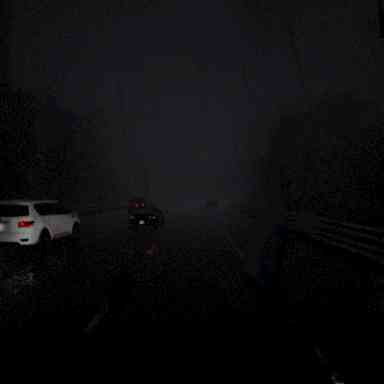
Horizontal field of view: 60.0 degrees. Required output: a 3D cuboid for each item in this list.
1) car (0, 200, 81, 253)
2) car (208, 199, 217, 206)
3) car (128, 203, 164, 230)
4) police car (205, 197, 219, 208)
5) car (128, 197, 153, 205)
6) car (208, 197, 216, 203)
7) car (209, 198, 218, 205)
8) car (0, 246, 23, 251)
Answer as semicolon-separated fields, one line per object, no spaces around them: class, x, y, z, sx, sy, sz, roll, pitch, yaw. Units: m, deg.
car;-6.738;1.339;14.506;2.150;2.045;5.566;0;0;1
car;4.285;2.166;69.988;1.812;1.442;4.674;0;-1;5
car;-3.027;1.717;22.763;1.812;1.442;4.674;0;-1;2
police car;3.456;1.968;60.260;1.930;1.638;5.238;0;-1;5
car;-5.884;1.555;38.817;2.150;2.045;5.566;0;-1;3
car;5.779;2.257;94.166;1.994;1.385;4.181;0;-1;7
car;4.848;2.206;75.886;1.837;1.490;4.892;0;-1;6
car;-3.379;1.508;2.065;2.128;1.511;4.902;0;0;0
